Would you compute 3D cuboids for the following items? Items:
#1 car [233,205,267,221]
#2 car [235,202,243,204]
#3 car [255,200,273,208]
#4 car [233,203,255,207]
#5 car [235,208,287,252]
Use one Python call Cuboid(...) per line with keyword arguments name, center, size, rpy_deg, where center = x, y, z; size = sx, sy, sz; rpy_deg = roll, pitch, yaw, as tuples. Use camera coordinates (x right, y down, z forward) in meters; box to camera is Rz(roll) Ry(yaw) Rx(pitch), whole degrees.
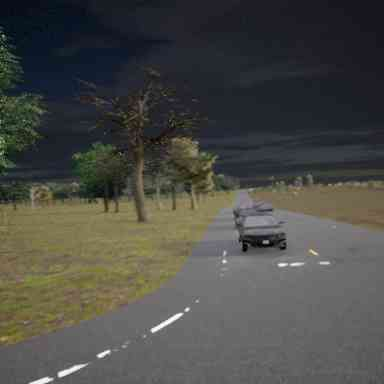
Cuboid(name="car", center=(4.367, 2.015, 25.761), size=(1.994, 1.385, 4.181), rpy_deg=(-4, -1, 6))
Cuboid(name="car", center=(7.353, 2.369, 51.130), size=(2.097, 1.767, 4.553), rpy_deg=(-4, -2, 6))
Cuboid(name="car", center=(10.514, 2.236, 47.721), size=(1.994, 1.385, 4.181), rpy_deg=(-4, -2, 7))
Cuboid(name="car", center=(5.493, 2.220, 35.596), size=(1.895, 1.301, 4.718), rpy_deg=(-4, -1, 7))
Cuboid(name="car", center=(3.233, 1.780, 15.865), size=(1.882, 1.535, 5.008), rpy_deg=(-4, -1, 7))
